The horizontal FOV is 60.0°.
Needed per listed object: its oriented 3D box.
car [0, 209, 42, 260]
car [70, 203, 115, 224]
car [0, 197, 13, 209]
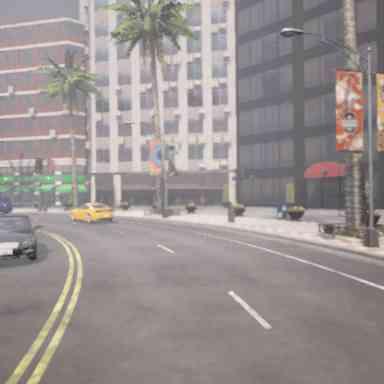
[{"bbox_3d":[-6.788,1.606,12.428,2.128,1.511,4.902,-1,0,-26],"label":"car"},{"bbox_3d":[-8.159,1.649,26.999,1.882,1.535,5.008,-1,0,-43],"label":"car"},{"bbox_3d":[-22.924,1.594,37.890,5.566,2.045,2.150,-1,-1,26],"label":"car"}]
